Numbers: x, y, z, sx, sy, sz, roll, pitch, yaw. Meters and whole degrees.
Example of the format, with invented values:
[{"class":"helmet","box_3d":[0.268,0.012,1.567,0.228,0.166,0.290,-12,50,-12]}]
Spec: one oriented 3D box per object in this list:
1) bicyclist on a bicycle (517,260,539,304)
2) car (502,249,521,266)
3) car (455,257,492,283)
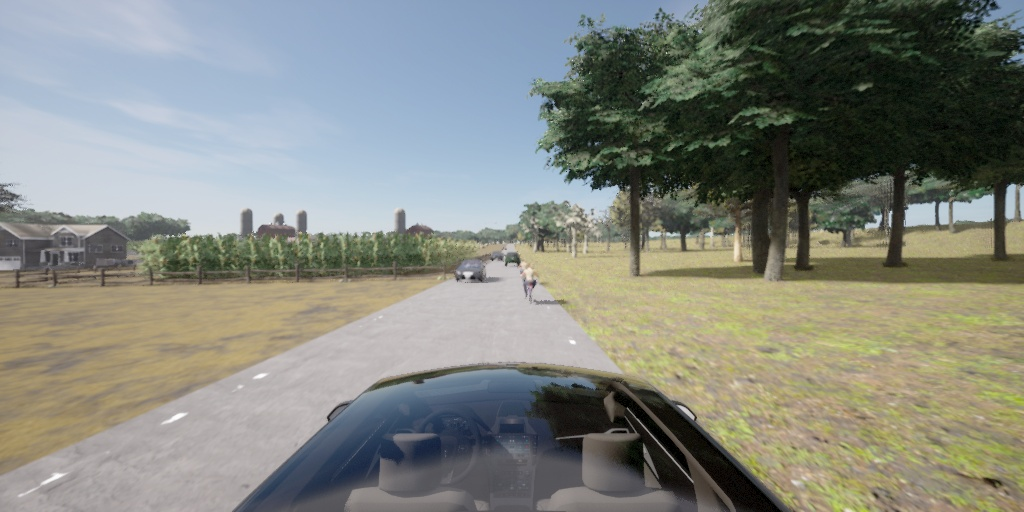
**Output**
[{"class":"bicyclist on a bicycle","box_3d":[0.721,1.083,14.610,0.866,1.612,1.509,0,1,0]},{"class":"car","box_3d":[0.079,0.380,52.774,2.150,2.045,5.566,0,1,0]},{"class":"car","box_3d":[-2.857,1.029,25.682,2.128,1.511,4.902,0,1,0]}]
